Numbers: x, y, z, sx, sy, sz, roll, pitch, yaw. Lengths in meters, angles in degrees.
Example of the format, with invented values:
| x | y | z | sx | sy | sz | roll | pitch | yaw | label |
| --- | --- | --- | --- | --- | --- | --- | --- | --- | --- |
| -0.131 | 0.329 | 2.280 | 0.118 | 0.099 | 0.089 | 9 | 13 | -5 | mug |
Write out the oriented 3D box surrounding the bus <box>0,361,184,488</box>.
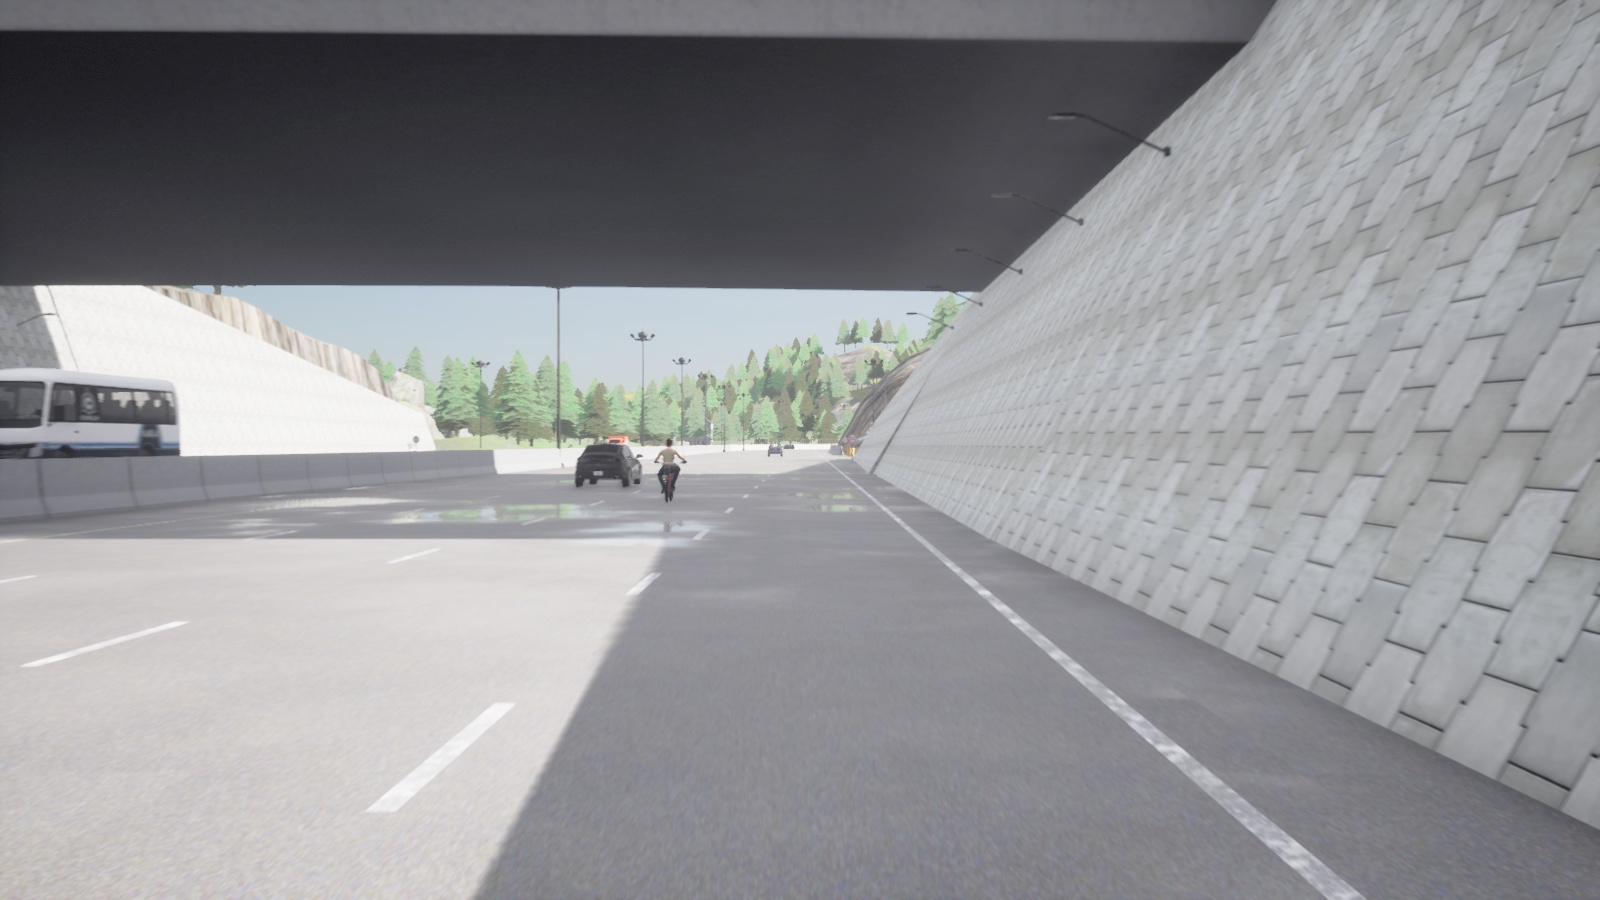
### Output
| x | y | z | sx | sy | sz | roll | pitch | yaw | label |
| --- | --- | --- | --- | --- | --- | --- | --- | --- | --- |
| -27.723 | -0.903 | 47.268 | 3.944 | 4.253 | 10.273 | 0 | 0 | 0 | bus |

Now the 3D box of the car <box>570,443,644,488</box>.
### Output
| x | y | z | sx | sy | sz | roll | pitch | yaw | label |
| --- | --- | --- | --- | --- | --- | --- | --- | --- | --- |
| -6.738 | 0.511 | 44.219 | 1.837 | 1.490 | 4.892 | 0 | 0 | 0 | car |

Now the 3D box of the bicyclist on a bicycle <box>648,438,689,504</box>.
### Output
| x | y | z | sx | sy | sz | roll | pitch | yaw | label |
| --- | --- | --- | --- | --- | --- | --- | --- | --- | --- |
| -3.309 | 0.512 | 31.638 | 0.866 | 1.612 | 1.509 | 0 | 0 | 1 | bicyclist on a bicycle |
